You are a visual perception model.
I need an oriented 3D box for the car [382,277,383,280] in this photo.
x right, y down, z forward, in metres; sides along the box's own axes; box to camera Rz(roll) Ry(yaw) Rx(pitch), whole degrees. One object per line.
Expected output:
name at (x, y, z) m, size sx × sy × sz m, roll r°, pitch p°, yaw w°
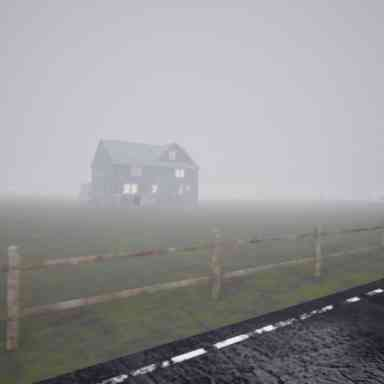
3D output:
car at (6.342, 1.670, 7.593) m, size 4.718 × 1.301 × 1.895 m, roll 1°, pitch 0°, yaw -35°
